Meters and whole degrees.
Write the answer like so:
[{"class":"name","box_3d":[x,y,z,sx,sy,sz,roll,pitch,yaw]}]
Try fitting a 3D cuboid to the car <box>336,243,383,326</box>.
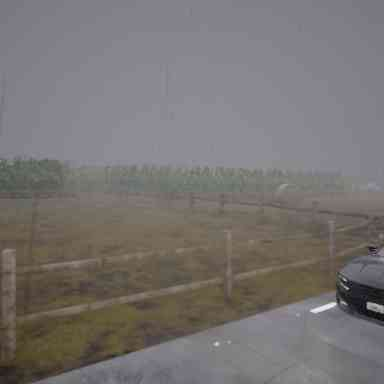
[{"class":"car","box_3d":[4.823,1.484,6.507,5.008,1.535,1.882,0,0,-35]}]
